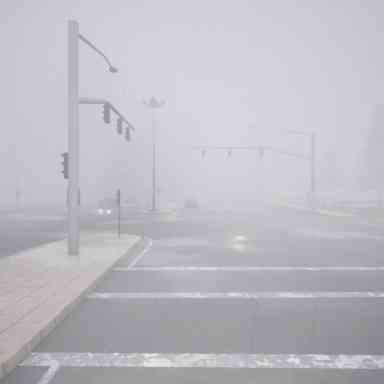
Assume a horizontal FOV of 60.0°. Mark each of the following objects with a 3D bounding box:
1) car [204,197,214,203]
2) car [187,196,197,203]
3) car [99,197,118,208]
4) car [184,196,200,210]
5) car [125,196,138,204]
[{"bbox_3d":[3.441,1.601,68.949,1.895,1.301,4.718,0,0,0],"label":"car"},{"bbox_3d":[-0.059,1.564,68.915,1.994,1.385,4.181,0,0,0],"label":"car"},{"bbox_3d":[-11.634,1.491,46.734,2.128,1.511,4.902,0,0,0],"label":"car"},{"bbox_3d":[-0.037,1.526,43.480,1.812,1.442,4.674,0,0,0],"label":"car"},{"bbox_3d":[-11.554,1.551,63.671,2.033,1.411,5.357,0,0,0],"label":"car"}]
